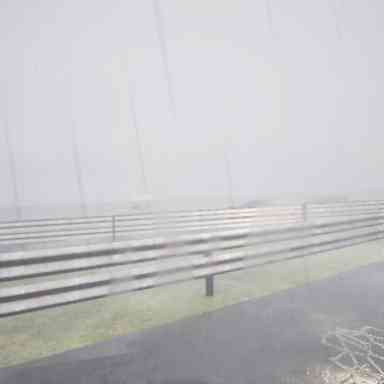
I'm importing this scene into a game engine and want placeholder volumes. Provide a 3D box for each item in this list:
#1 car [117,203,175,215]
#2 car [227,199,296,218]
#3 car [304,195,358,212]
[{"bbox_3d":[-3.861,1.616,27.972,4.718,1.301,1.895,-2,1,-17],"label":"car"},{"bbox_3d":[4.862,1.252,23.335,5.008,1.535,1.882,-2,1,-17],"label":"car"},{"bbox_3d":[12.416,0.965,29.327,5.357,1.411,2.033,-2,1,-17],"label":"car"}]
